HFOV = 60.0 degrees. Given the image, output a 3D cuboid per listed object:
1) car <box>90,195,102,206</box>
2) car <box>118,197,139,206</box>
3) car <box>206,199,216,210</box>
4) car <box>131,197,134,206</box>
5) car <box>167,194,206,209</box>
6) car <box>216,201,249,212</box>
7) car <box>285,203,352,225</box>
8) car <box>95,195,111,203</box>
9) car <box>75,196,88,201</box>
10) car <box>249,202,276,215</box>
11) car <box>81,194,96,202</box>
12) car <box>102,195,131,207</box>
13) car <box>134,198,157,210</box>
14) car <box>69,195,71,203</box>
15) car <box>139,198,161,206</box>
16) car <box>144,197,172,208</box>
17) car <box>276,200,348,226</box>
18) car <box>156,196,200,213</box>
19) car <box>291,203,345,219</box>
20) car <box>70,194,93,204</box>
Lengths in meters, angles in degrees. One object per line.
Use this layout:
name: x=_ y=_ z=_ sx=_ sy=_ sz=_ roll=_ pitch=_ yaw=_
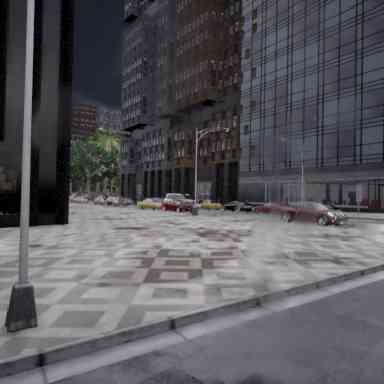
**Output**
car: x=-14.321 y=1.528 z=53.099 sx=1.802 sy=1.307 sz=4.206 roll=2 pitch=-1 yaw=-35
car: x=-11.245 y=1.623 z=58.710 sx=1.812 sy=1.442 sz=4.674 roll=2 pitch=-1 yaw=-35
car: x=2.080 y=1.688 z=44.774 sx=1.752 sy=1.417 sz=4.829 roll=2 pitch=-1 yaw=-35
car: x=-10.780 y=1.350 z=52.900 sx=2.128 sy=1.511 sz=4.902 roll=2 pitch=-1 yaw=-35
car: x=-1.197 y=1.229 z=39.295 sx=2.150 sy=2.045 sz=5.566 roll=2 pitch=-1 yaw=-35
car: x=5.363 y=1.726 z=40.167 sx=1.947 sy=1.339 sz=4.313 roll=2 pitch=-1 yaw=-35
car: x=9.260 y=1.561 z=24.603 sx=1.994 sy=1.385 sz=4.181 roll=2 pitch=-1 yaw=-36
car: x=-20.289 y=1.512 z=75.515 sx=2.097 sy=1.767 sz=4.553 roll=2 pitch=-1 yaw=-35
car: x=-29.769 y=1.693 z=89.453 sx=1.752 sy=1.417 sz=4.829 roll=2 pitch=-1 yaw=-35
car: x=8.548 y=1.738 z=35.699 sx=1.802 sy=1.307 sz=4.206 roll=2 pitch=-1 yaw=-35
car: x=-26.481 y=1.483 z=84.850 sx=2.192 sy=1.841 sz=5.009 roll=2 pitch=-1 yaw=-35
car: x=-11.133 y=1.385 z=48.632 sx=1.967 sy=1.590 sz=4.097 roll=2 pitch=-1 yaw=-35
car: x=-4.665 y=1.465 z=39.555 sx=1.752 sy=1.417 sz=4.829 roll=2 pitch=-1 yaw=-35
car: x=-23.875 y=1.386 z=66.507 sx=1.967 sy=1.590 sz=4.097 roll=2 pitch=-1 yaw=-35
car: x=-7.376 y=1.721 z=58.040 sx=2.008 sy=1.369 sz=4.403 roll=2 pitch=-1 yaw=-35
car: x=-5.171 y=1.588 z=50.263 sx=2.128 sy=1.511 sz=4.902 roll=2 pitch=-1 yaw=-35
car: x=7.962 y=1.367 z=21.847 sx=1.967 sy=1.590 sz=4.097 roll=2 pitch=-1 yaw=-37
car: x=-1.579 y=1.481 z=35.225 sx=1.887 sy=1.381 sz=4.507 roll=2 pitch=-1 yaw=-35
car: x=11.733 y=1.719 z=31.232 sx=1.947 sy=1.339 sz=4.313 roll=2 pitch=-1 yaw=-35
car: x=-20.592 y=1.472 z=61.899 sx=1.752 sy=1.417 sz=4.829 roll=2 pitch=-1 yaw=-35
